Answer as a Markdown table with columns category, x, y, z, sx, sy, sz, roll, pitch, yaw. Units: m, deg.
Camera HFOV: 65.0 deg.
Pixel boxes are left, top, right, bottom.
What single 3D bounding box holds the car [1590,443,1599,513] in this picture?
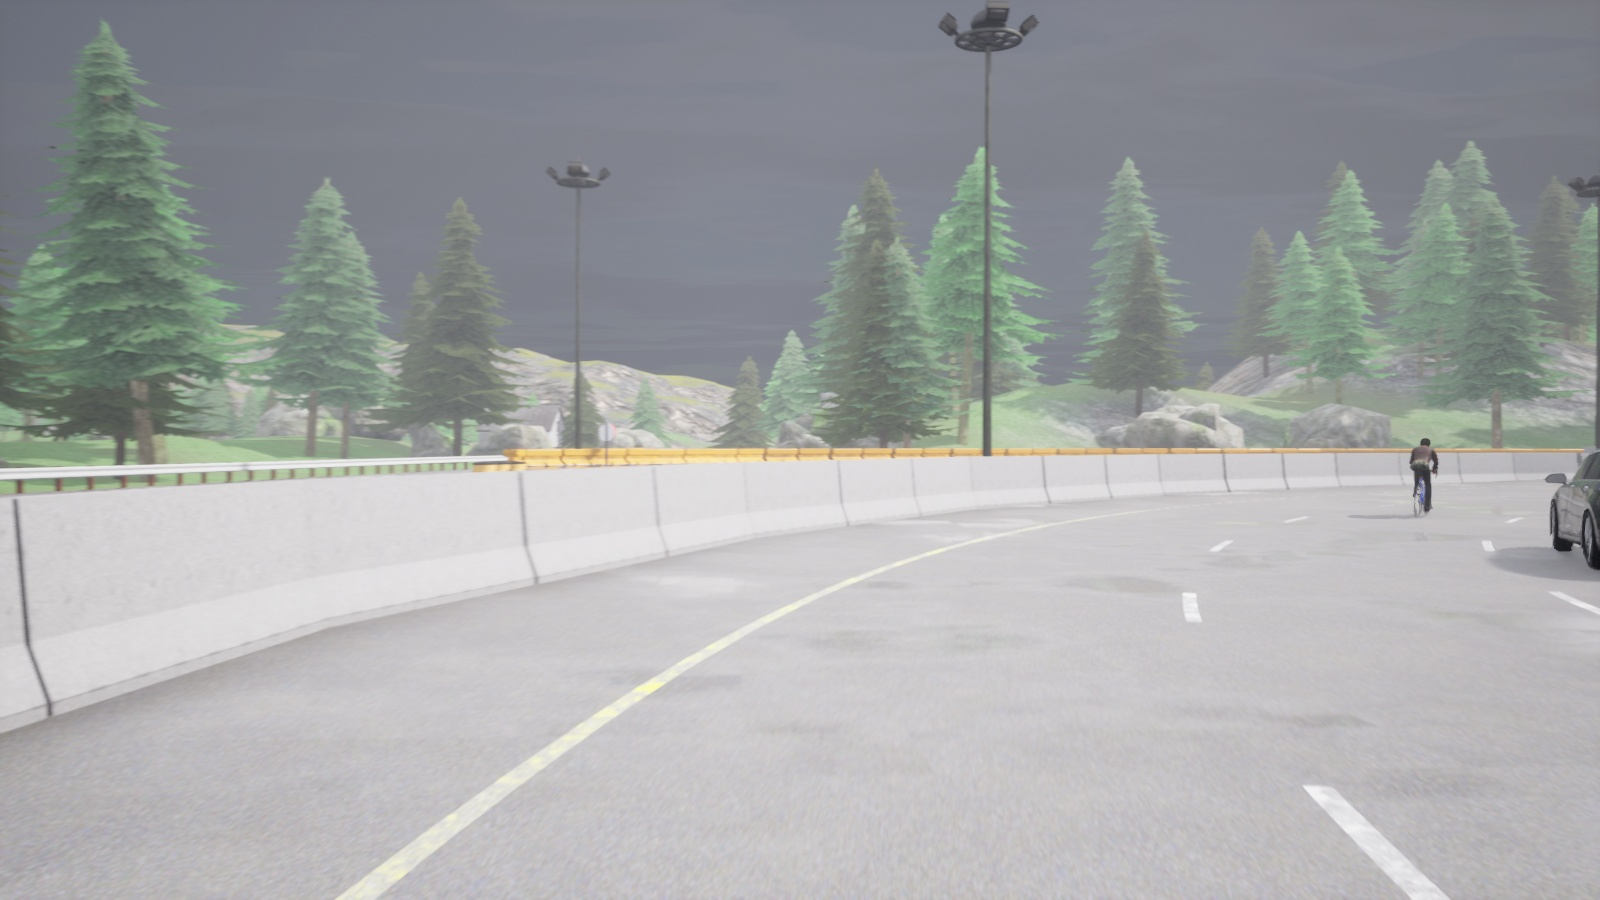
| category | x | y | z | sx | sy | sz | roll | pitch | yaw |
| --- | --- | --- | --- | --- | --- | --- | --- | --- | --- |
| car | 19.746 | 0.613 | 28.437 | 2.128 | 1.511 | 4.902 | 0 | 0 | 45 |

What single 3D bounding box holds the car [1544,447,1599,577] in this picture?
| category | x | y | z | sx | sy | sz | roll | pitch | yaw |
| --- | --- | --- | --- | --- | --- | --- | --- | --- | --- |
| car | 10.893 | 0.703 | 16.021 | 1.837 | 1.490 | 4.892 | 0 | 0 | 24 |

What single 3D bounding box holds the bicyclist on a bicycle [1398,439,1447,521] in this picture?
| category | x | y | z | sx | sy | sz | roll | pitch | yaw |
| --- | --- | --- | --- | --- | --- | --- | --- | --- | --- |
| bicyclist on a bicycle | 12.815 | 0.600 | 25.829 | 0.582 | 1.620 | 1.656 | 1 | 1 | 37 |
